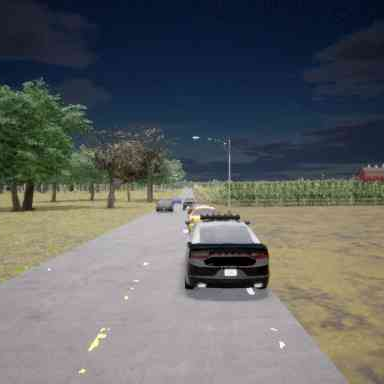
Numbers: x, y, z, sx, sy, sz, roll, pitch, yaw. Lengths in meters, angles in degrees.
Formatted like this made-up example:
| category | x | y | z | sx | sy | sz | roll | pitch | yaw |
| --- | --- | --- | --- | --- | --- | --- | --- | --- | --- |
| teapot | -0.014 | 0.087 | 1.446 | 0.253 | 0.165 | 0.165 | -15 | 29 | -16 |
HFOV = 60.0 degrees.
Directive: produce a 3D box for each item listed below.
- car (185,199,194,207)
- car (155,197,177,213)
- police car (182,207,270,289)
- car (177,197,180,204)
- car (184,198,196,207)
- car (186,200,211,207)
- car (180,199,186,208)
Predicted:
| category | x | y | z | sx | sy | sz | roll | pitch | yaw |
| --- | --- | --- | --- | --- | --- | --- | --- | --- | --- |
| car | 0.650 | 1.537 | 25.197 | 1.882 | 1.535 | 5.008 | 0 | 0 | 0 |
| car | -3.118 | 1.630 | 38.601 | 1.882 | 1.535 | 5.008 | 0 | 0 | 0 |
| police car | 0.762 | 1.430 | 9.301 | 1.930 | 1.638 | 5.238 | 0 | 0 | 0 |
| car | -3.250 | 1.884 | 71.414 | 1.882 | 1.535 | 5.008 | 0 | 0 | 0 |
| car | -0.421 | 1.879 | 60.059 | 2.033 | 1.411 | 5.357 | 0 | 0 | 0 |
| car | 0.691 | 1.488 | 19.383 | 1.801 | 1.575 | 5.366 | 0 | 0 | 0 |
| car | -0.313 | 1.723 | 46.235 | 1.837 | 1.490 | 4.892 | 0 | -1 | 0 |
